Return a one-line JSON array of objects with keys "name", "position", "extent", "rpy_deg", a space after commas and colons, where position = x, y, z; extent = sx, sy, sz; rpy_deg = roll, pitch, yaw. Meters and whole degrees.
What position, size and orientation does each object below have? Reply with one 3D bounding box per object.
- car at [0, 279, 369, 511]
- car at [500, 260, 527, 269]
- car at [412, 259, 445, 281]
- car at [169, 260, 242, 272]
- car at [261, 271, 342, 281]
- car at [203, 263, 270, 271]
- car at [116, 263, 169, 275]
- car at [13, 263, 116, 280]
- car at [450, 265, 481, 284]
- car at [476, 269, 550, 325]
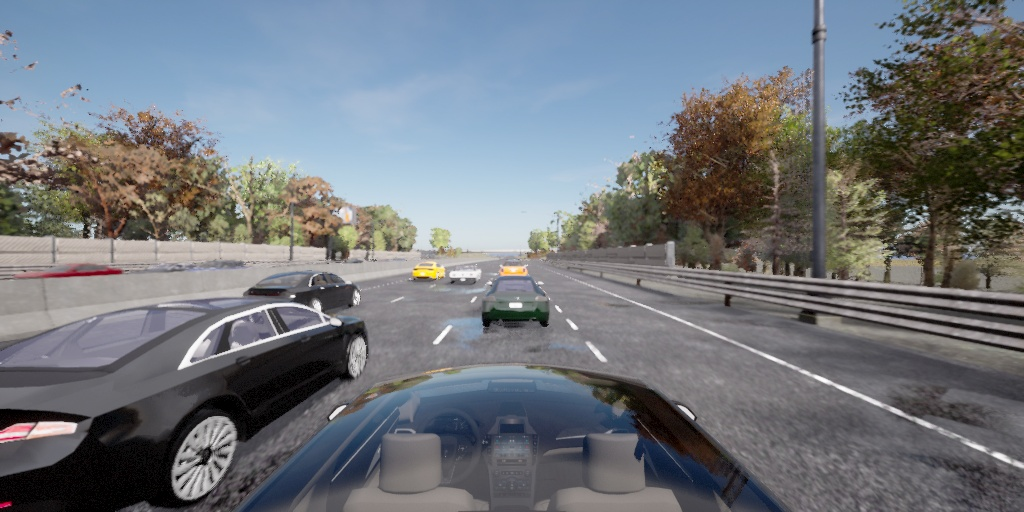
[{"name": "car", "position": [-3.399, 1.240, 4.333], "extent": [2.128, 1.511, 4.902], "rpy_deg": [0, 0, 0]}, {"name": "car", "position": [0.102, 1.097, 28.217], "extent": [2.097, 1.767, 4.553], "rpy_deg": [0, 0, 0]}, {"name": "car", "position": [-6.894, 1.223, 30.121], "extent": [1.882, 1.535, 5.008], "rpy_deg": [0, 0, 0]}, {"name": "car", "position": [-21.093, 1.098, 25.611], "extent": [2.097, 1.767, 4.553], "rpy_deg": [0, 0, 0]}, {"name": "car", "position": [-6.899, 1.250, 12.333], "extent": [1.837, 1.490, 4.892], "rpy_deg": [0, 0, 0]}, {"name": "car", "position": [-17.597, 1.346, 24.036], "extent": [1.895, 1.301, 4.718], "rpy_deg": [0, 0, 0]}, {"name": "car", "position": [-24.593, 1.238, 25.804], "extent": [2.128, 1.511, 4.902], "rpy_deg": [0, 0, 0]}, {"name": "car", "position": [-28.094, 1.224, 22.941], "extent": [1.882, 1.535, 5.008], "rpy_deg": [0, 0, 0]}, {"name": "car", "position": [-3.395, 1.346, 27.028], "extent": [1.895, 1.301, 4.718], "rpy_deg": [0, 0, 0]}, {"name": "car", "position": [0.098, 1.309, 11.744], "extent": [1.994, 1.385, 4.181], "rpy_deg": [0, 0, 0]}]
